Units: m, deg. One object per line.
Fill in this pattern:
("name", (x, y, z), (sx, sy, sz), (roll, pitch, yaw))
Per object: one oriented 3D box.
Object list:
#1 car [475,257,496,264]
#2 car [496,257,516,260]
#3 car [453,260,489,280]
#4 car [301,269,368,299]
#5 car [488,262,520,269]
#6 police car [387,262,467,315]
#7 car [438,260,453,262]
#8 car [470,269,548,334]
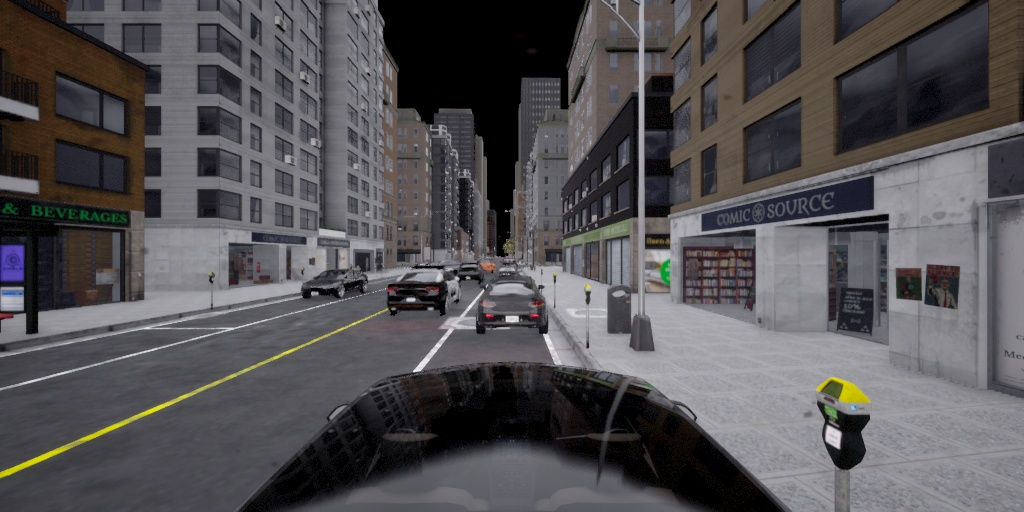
("car", (-3.065, 1.104, 42.406), (2.097, 1.767, 4.553), (0, 0, 0))
("car", (-0.288, 1.066, 40.309), (2.192, 1.841, 5.009), (0, 0, 0))
("car", (-3.065, 1.255, 27.365), (1.837, 1.490, 4.892), (0, 0, 0))
("car", (-8.813, 1.316, 18.202), (1.948, 1.339, 4.313), (0, 0, 0))
("car", (-0.288, 1.301, 23.738), (2.007, 1.370, 4.403), (0, 0, 0))
("police car", (-3.144, 1.175, 13.758), (1.930, 1.638, 5.238), (0, 0, 0))
("car", (-6.231, 1.243, 37.318), (2.128, 1.511, 4.902), (0, 0, 0))
("car", (0.003, 1.276, 10.500), (1.812, 1.442, 4.674), (0, 0, 0))
